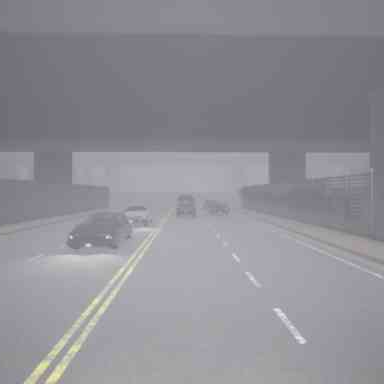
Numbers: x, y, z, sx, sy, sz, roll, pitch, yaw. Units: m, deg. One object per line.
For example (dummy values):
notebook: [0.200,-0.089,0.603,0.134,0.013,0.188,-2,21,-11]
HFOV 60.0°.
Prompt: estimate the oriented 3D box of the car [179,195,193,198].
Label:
car: [-0.799,1.405,43.256,2.150,2.045,5.566,0,0,-1]

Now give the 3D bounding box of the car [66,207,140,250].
car: [-3.892,1.612,15.013,2.033,1.411,5.357,0,0,-1]

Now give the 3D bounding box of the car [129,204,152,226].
car: [-3.992,1.630,24.453,1.812,1.442,4.674,0,0,-1]

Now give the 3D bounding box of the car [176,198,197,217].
car: [-0.567,1.630,32.752,2.128,1.511,4.902,0,0,-1]

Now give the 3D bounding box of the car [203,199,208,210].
car: [2.639,1.673,46.307,1.882,1.535,5.008,0,0,-1]

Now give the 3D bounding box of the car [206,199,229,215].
car: [2.857,1.754,36.278,1.895,1.301,4.718,0,0,-1]
